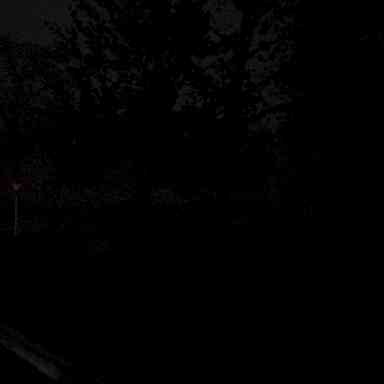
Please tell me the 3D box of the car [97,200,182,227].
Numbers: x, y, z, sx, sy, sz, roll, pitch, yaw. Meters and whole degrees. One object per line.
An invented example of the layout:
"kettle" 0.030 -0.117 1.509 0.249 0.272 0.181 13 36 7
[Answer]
"car" -3.089 1.247 19.976 5.008 1.535 1.882 1 1 -16
